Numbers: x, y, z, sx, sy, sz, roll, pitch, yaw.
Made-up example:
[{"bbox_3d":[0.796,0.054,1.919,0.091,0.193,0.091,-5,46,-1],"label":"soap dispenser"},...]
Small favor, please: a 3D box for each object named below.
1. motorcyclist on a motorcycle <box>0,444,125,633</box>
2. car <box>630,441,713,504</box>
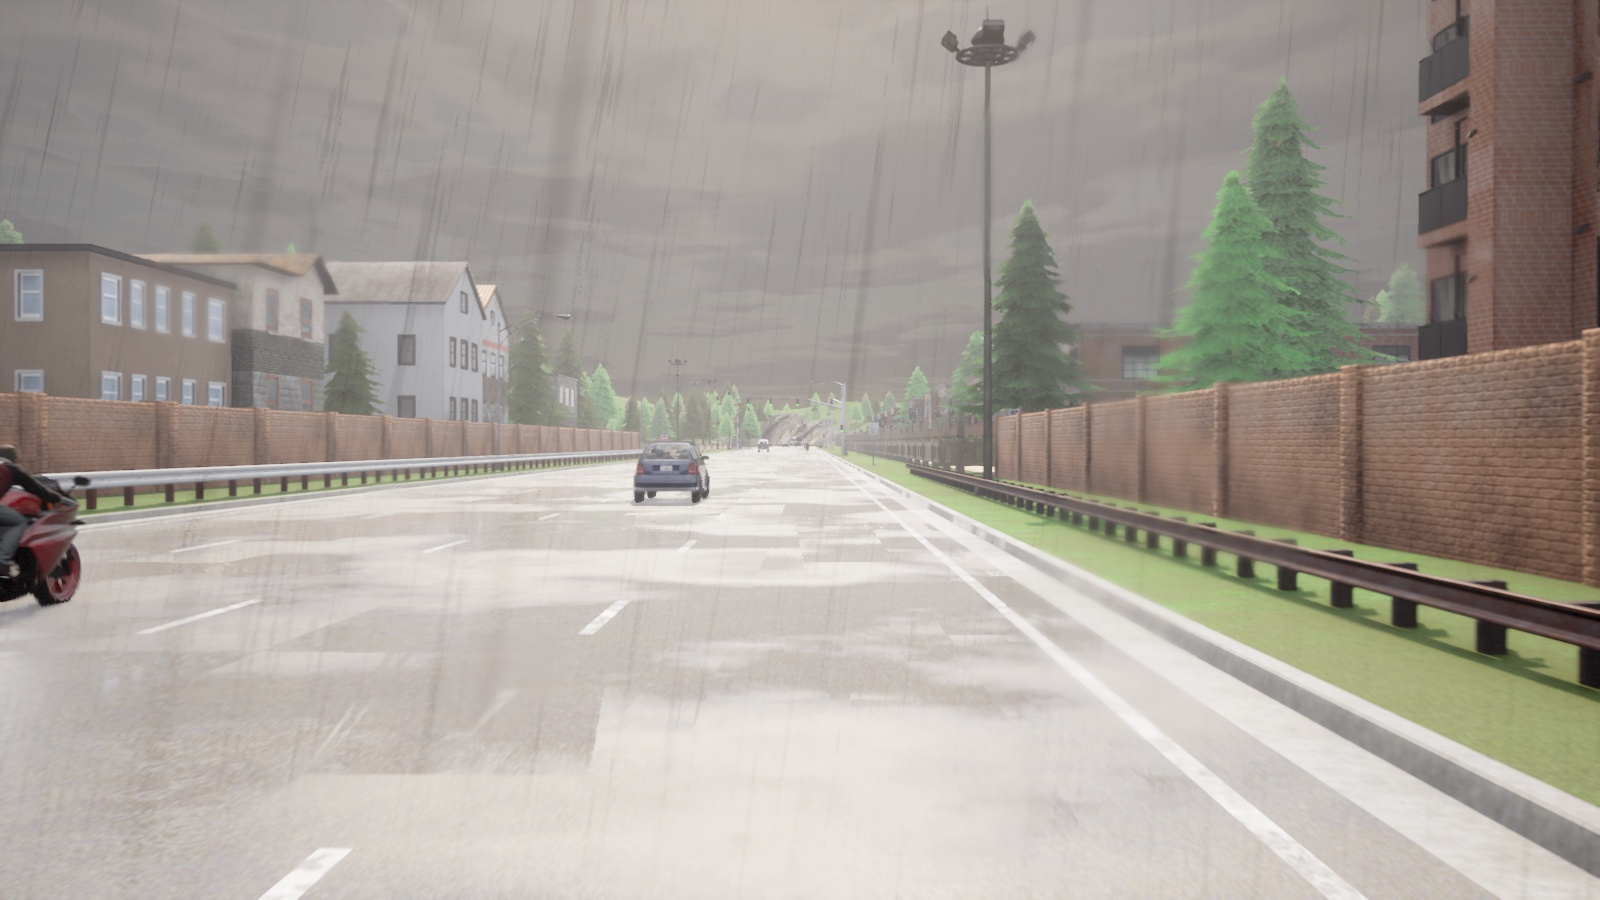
[{"bbox_3d":[-6.923,0.714,10.965,0.866,1.530,2.191,0,0,0],"label":"motorcyclist on a motorcycle"},{"bbox_3d":[-3.298,0.537,32.840,1.789,1.549,3.705,0,0,0],"label":"car"}]
